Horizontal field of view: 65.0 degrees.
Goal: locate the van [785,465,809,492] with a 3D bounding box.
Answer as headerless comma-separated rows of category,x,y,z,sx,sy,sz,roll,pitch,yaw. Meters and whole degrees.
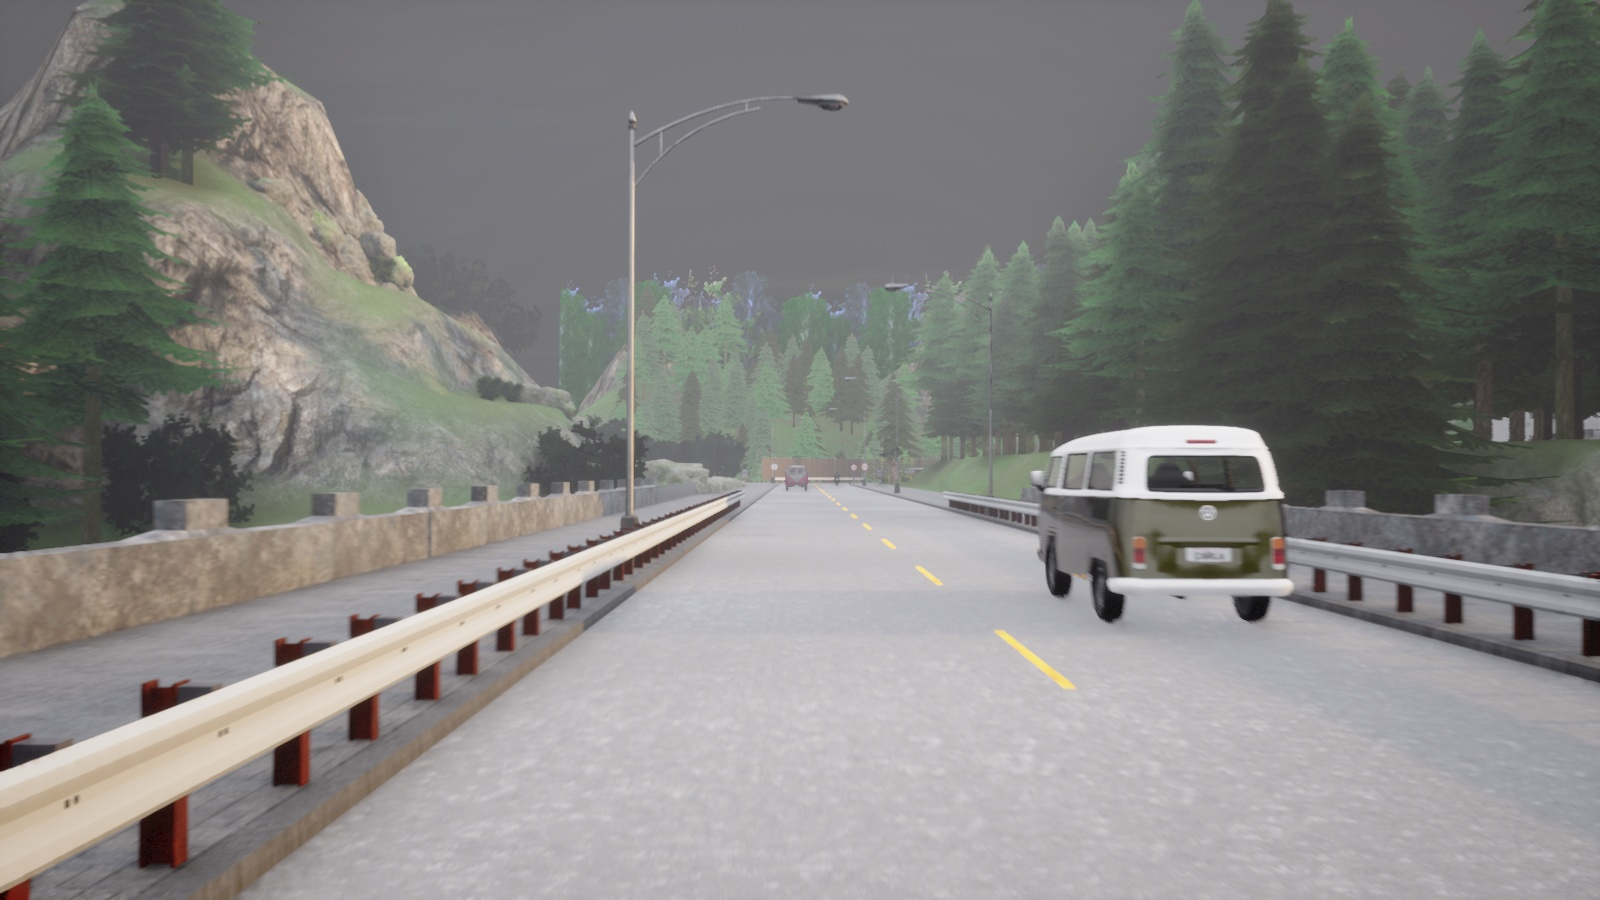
van,-0.246,2.197,97.575,1.775,1.987,4.442,0,-1,0

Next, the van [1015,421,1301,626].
van,3.962,0.769,14.799,2.069,2.038,4.480,0,-1,0
